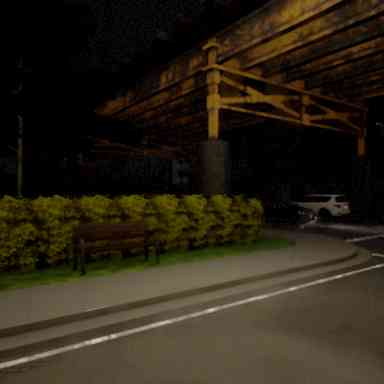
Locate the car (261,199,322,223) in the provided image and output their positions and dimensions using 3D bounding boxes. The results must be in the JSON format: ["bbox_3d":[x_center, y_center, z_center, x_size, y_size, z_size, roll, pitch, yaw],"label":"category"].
[{"bbox_3d":[7.022,1.480,25.575,2.128,1.511,4.902,0,0,-36],"label":"car"}]

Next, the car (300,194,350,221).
[{"bbox_3d":[10.189,1.208,27.658,2.150,2.045,5.566,0,0,-38],"label":"car"}]
